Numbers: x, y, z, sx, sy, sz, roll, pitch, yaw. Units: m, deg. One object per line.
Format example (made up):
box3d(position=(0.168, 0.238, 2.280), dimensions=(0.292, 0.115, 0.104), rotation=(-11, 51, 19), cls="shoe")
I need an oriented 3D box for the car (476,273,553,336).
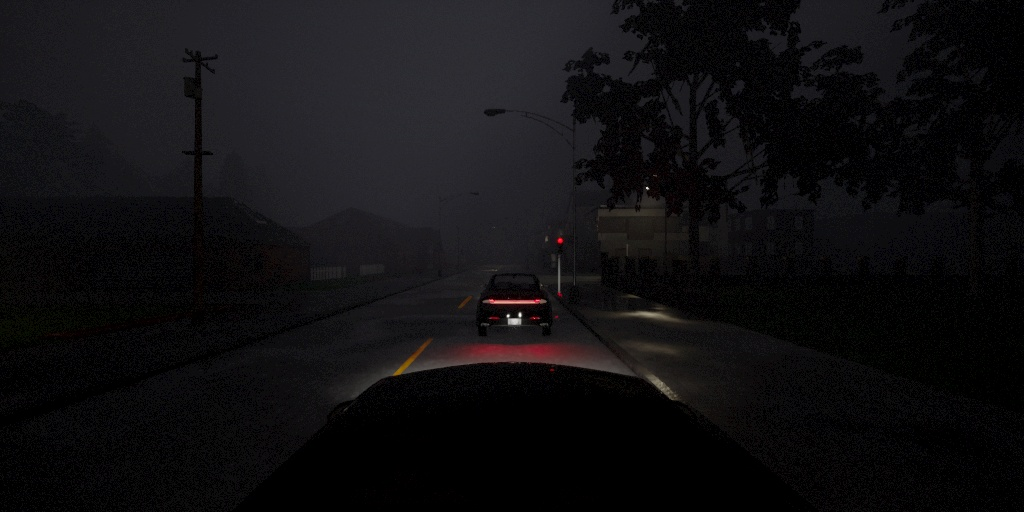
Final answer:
box3d(position=(0.060, 1.242, 10.376), dimensions=(2.128, 1.511, 4.902), rotation=(0, 0, 0), cls="car")
